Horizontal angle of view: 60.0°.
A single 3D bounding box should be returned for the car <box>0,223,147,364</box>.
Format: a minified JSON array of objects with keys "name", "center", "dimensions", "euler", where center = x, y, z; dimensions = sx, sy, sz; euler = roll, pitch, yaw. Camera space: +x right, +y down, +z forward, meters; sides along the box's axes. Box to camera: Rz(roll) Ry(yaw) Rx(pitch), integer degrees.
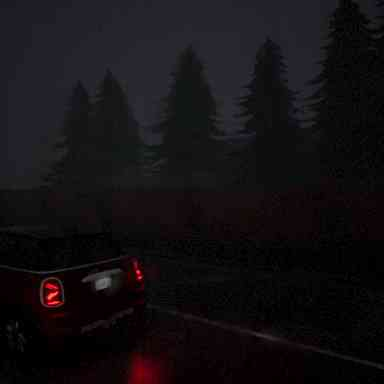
[{"name":"car","center":[-3.040,1.385,6.162],"dimensions":[4.553,1.767,2.097],"euler":[0,0,35]}]
